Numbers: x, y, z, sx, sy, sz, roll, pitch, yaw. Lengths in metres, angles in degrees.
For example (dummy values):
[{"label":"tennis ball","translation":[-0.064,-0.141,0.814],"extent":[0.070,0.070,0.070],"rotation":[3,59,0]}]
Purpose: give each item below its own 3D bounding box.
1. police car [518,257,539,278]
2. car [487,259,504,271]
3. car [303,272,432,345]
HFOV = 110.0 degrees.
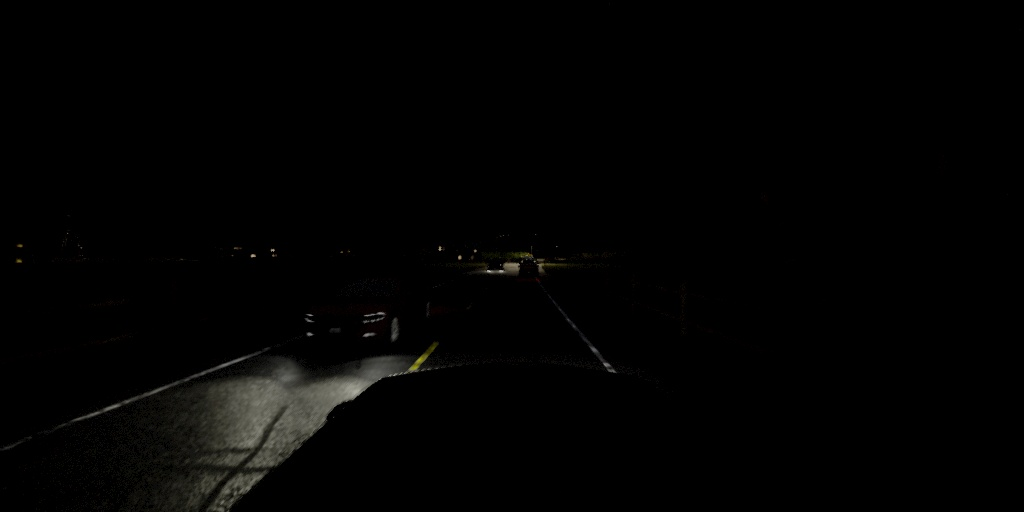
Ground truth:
[{"label":"police car","translation":[1.595,1.221,34.367],"extent":[1.930,1.638,5.238],"rotation":[0,0,2]},{"label":"car","translation":[-2.275,1.151,51.064],"extent":[2.097,1.767,4.553],"rotation":[0,0,3]},{"label":"car","translation":[-3.555,1.232,9.732],"extent":[1.882,1.535,5.008],"rotation":[0,0,1]}]
